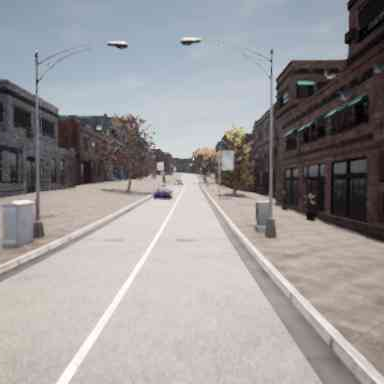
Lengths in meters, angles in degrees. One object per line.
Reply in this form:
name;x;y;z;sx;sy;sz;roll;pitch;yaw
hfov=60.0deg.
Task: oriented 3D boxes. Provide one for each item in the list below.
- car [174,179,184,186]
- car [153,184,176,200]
car;-2.986;-2.327;76.988;2.097;1.767;4.553;0;3;0
car;-3.072;0.119;36.290;1.895;1.301;4.718;0;3;0
